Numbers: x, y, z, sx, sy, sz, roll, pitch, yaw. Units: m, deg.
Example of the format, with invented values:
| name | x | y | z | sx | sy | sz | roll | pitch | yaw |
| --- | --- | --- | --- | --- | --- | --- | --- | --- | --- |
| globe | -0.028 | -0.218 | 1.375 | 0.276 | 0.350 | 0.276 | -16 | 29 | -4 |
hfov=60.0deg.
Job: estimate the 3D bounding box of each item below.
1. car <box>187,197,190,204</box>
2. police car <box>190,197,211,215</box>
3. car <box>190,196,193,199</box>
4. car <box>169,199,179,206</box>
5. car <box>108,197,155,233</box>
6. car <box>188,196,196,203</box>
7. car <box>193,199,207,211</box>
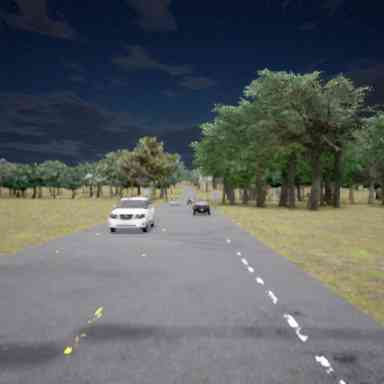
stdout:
| name | x | y | z | sx | sy | sz | roll | pitch | yaw |
| --- | --- | --- | --- | --- | --- | --- | --- | --- | --- |
| car | 0.009 | 1.748 | 71.165 | 2.097 | 1.767 | 4.553 | 0 | -1 | 0 |
| police car | 1.055 | 1.677 | 37.293 | 1.930 | 1.638 | 5.238 | 0 | -1 | 0 |
| car | 1.055 | 1.743 | 53.162 | 2.097 | 1.767 | 4.553 | 0 | -1 | 0 |
| car | -3.500 | 2.112 | 65.848 | 1.895 | 1.301 | 4.718 | 0 | -1 | 0 |
| car | -3.597 | 1.345 | 20.851 | 2.150 | 2.045 | 5.566 | 0 | 0 | 0 |
| car | 0.011 | 1.997 | 86.704 | 2.097 | 1.767 | 4.553 | 0 | -1 | 0 |
| car | 1.056 | 1.795 | 47.376 | 1.801 | 1.575 | 5.366 | 0 | 0 | 0 |
